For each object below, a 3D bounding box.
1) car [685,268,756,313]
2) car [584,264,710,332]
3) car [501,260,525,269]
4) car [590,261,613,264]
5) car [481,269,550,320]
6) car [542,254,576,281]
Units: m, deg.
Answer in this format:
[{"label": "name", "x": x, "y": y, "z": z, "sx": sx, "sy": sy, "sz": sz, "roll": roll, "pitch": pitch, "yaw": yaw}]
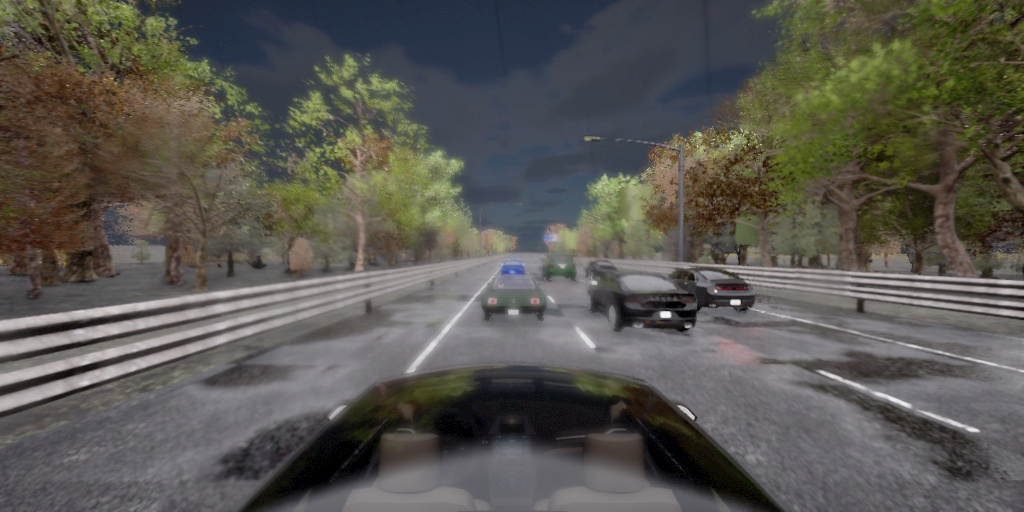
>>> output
[{"label": "car", "x": 7.075, "y": 1.194, "z": 13.742, "sx": 1.837, "sy": 1.490, "sz": 4.892, "roll": 0, "pitch": 1, "yaw": 0}, {"label": "car", "x": 3.553, "y": 1.181, "z": 10.731, "sx": 1.882, "sy": 1.535, "sz": 5.008, "roll": 0, "pitch": 0, "yaw": 0}, {"label": "car", "x": 0.085, "y": 1.077, "z": 30.322, "sx": 1.882, "sy": 1.535, "sz": 5.008, "roll": 0, "pitch": 0, "yaw": 0}, {"label": "car", "x": 7.078, "y": 1.114, "z": 28.859, "sx": 1.837, "sy": 1.490, "sz": 4.892, "roll": 0, "pitch": 1, "yaw": 0}, {"label": "car", "x": 0.066, "y": 1.296, "z": 12.372, "sx": 1.895, "sy": 1.301, "sz": 4.718, "roll": 0, "pitch": 0, "yaw": 0}, {"label": "car", "x": 3.574, "y": 0.836, "z": 27.798, "sx": 2.150, "sy": 2.045, "sz": 5.566, "roll": 0, "pitch": 1, "yaw": 0}]
